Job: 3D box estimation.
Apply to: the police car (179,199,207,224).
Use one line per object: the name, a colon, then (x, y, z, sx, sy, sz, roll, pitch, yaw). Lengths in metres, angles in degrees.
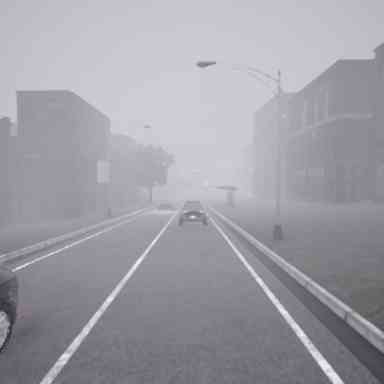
police car: (0.060, 1.514, 24.626, 2.038, 1.542, 4.974, 0, 0, 0)

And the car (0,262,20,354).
car: (-3.542, 1.504, 3.139, 1.837, 1.490, 4.892, 0, 0, 0)

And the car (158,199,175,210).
car: (-3.375, 1.660, 44.123, 1.895, 1.301, 4.718, 0, 0, 0)
